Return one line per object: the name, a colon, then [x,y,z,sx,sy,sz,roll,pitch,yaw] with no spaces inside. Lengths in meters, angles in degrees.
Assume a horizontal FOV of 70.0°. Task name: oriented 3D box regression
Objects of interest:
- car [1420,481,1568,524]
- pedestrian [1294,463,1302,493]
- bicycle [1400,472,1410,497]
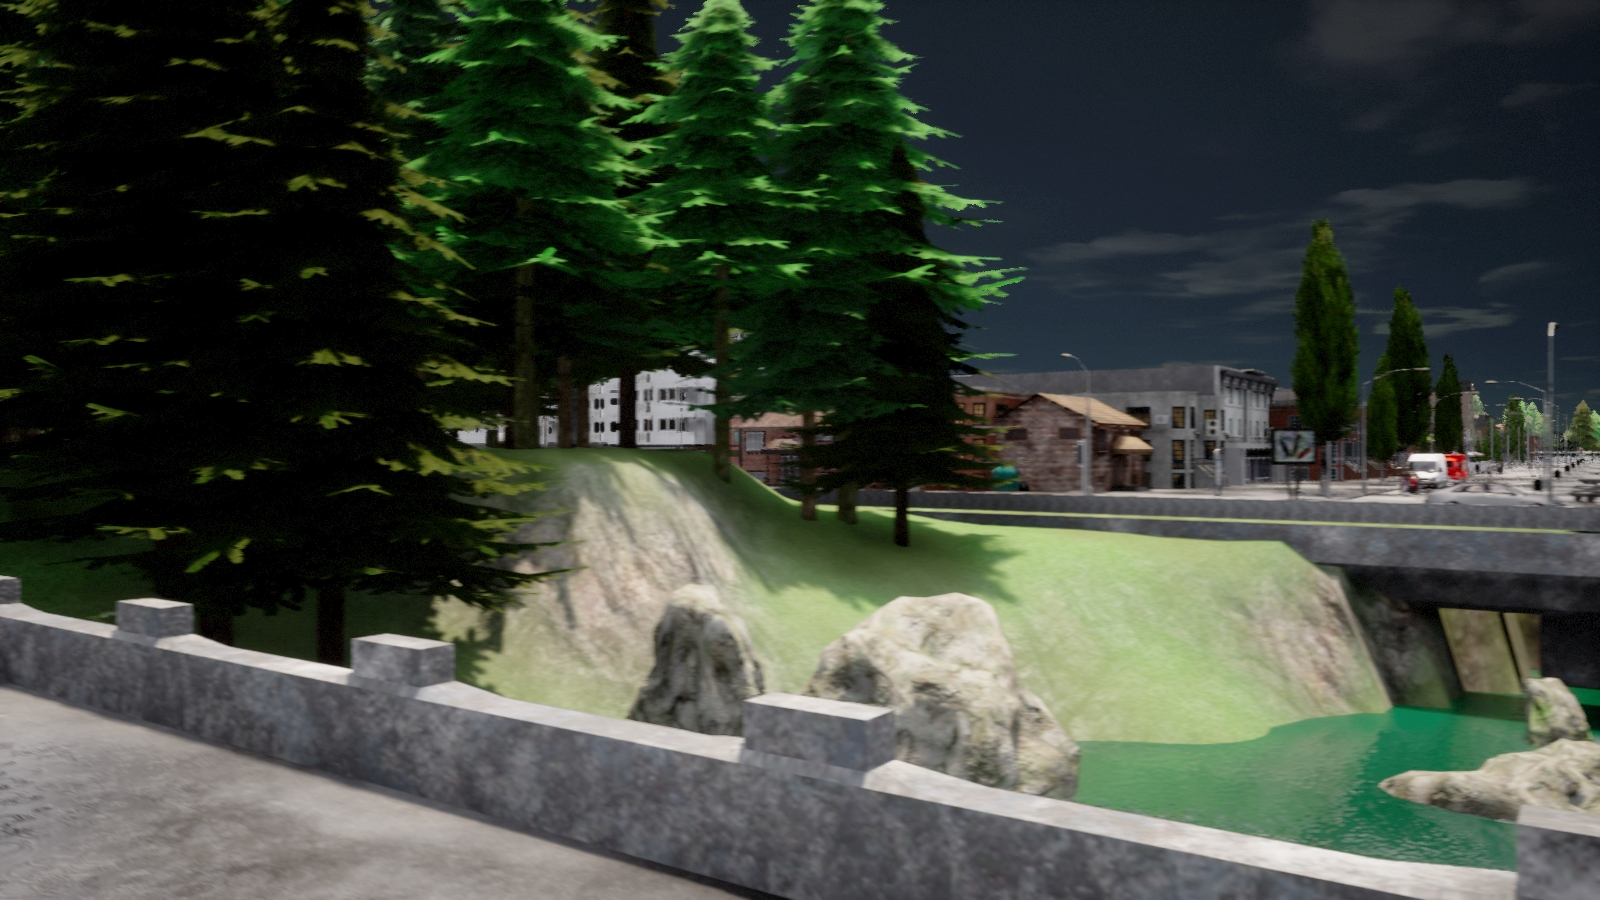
car: [27.607,2.047,45.520,4.902,1.511,2.128,0,0,35]
pedestrian: [30.772,1.737,70.656,0.375,1.860,0.375,0,0,36]
bicycle: [36.434,2.060,68.803,0.329,1.471,1.835,0,0,35]
